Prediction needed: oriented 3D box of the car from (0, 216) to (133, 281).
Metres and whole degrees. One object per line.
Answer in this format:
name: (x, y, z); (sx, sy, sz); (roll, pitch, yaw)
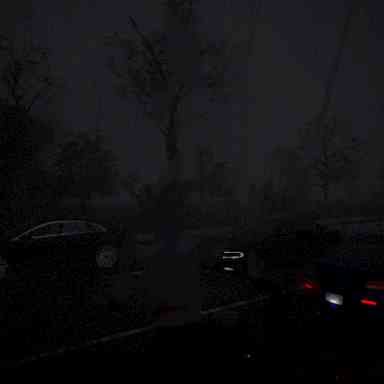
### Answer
car: (-4.142, 1.484, 9.601); (4.902, 1.511, 2.128); (0, 0, -35)

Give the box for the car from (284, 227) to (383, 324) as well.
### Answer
car: (4.144, 1.521, 6.603); (4.674, 1.442, 1.812); (0, 0, -35)

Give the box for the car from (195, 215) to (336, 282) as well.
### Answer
car: (2.402, 1.470, 9.916); (5.008, 1.535, 1.882); (0, 0, -35)
